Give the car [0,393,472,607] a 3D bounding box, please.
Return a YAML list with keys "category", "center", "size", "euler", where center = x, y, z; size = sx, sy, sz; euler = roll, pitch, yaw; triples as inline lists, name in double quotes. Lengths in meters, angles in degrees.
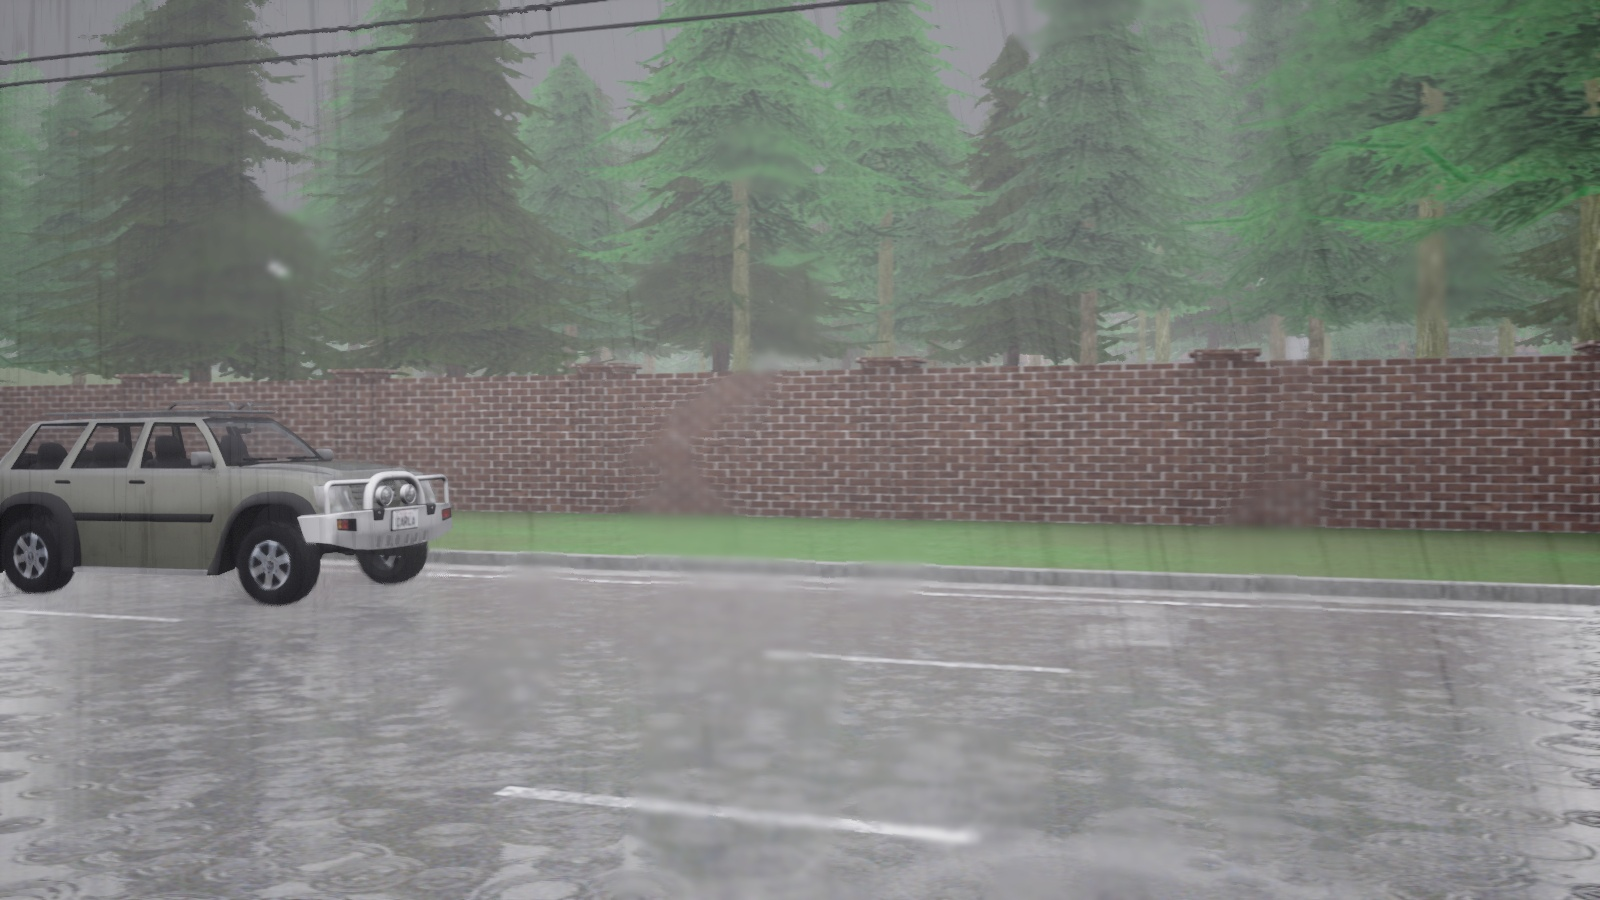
- category: "car"
  center: [-5.822, 0.422, 12.534]
  size: [4.605, 1.855, 1.932]
  euler: [0, 1, 19]
